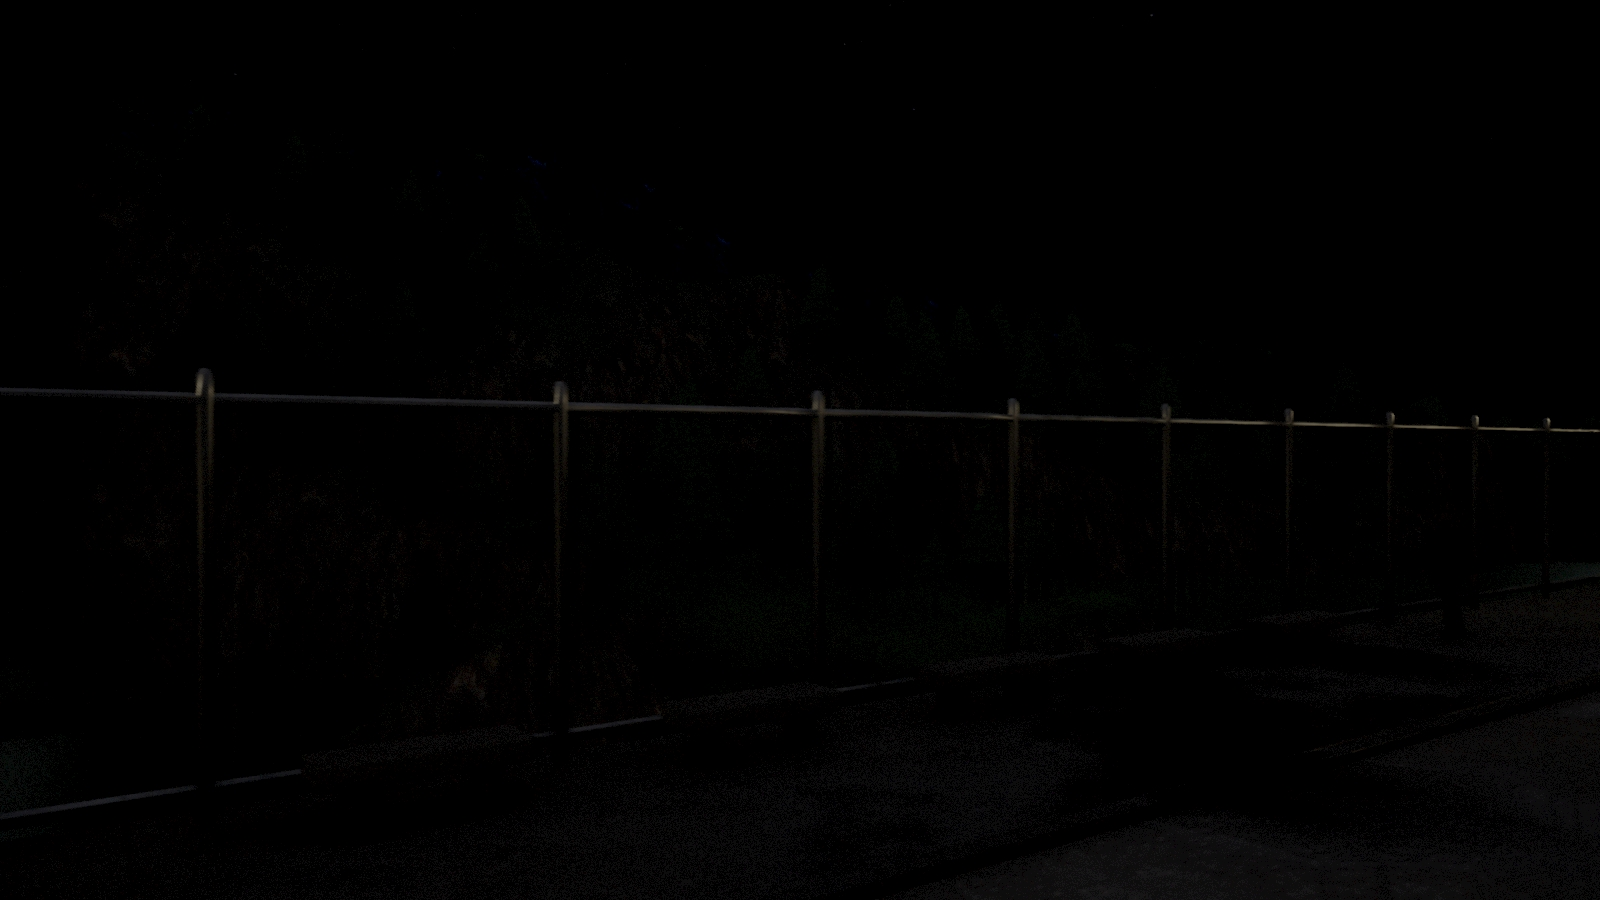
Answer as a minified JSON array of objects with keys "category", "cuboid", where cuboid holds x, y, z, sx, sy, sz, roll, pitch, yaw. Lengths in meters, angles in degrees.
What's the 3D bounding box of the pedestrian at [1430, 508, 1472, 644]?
[{"category":"pedestrian","cuboid":[9.115,1.748,16.002,0.375,1.860,0.375,0,0,-33]}]
